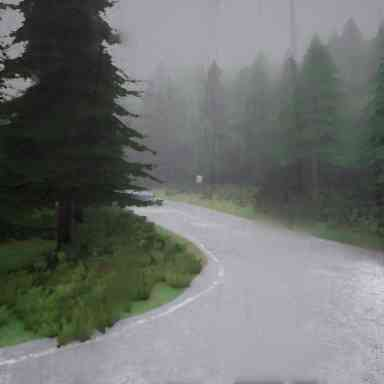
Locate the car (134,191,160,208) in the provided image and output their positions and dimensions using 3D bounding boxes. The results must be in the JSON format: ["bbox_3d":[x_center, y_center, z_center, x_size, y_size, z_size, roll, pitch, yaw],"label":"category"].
[{"bbox_3d":[-4.347,0.540,30.148,1.812,1.442,4.674,1,4,-26],"label":"car"}]
